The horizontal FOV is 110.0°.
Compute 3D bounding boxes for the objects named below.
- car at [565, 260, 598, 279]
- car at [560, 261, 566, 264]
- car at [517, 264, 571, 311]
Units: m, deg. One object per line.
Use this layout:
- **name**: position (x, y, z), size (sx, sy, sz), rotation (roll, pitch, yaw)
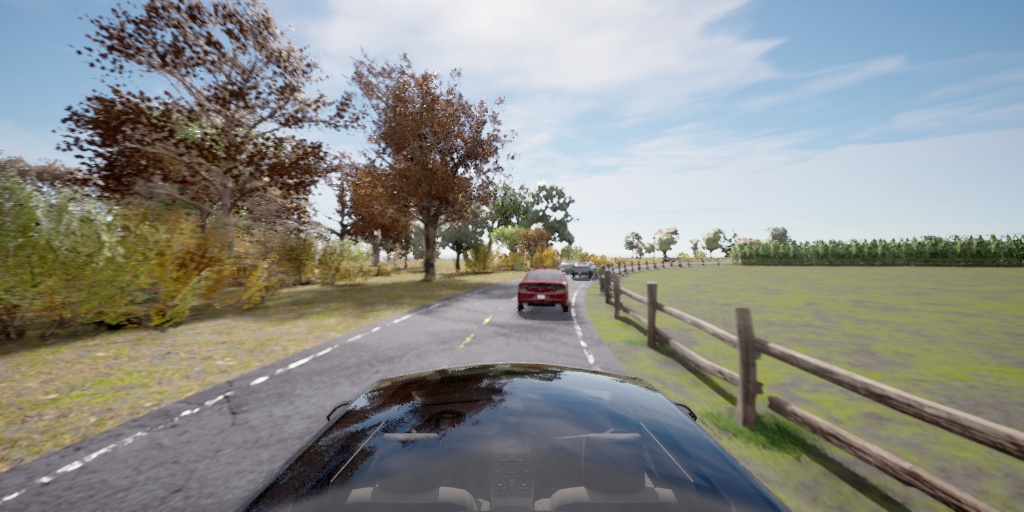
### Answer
- **car**: position (6.893, 1.274, 33.698), size (2.128, 1.511, 4.902), rotation (0, 0, 23)
- **car**: position (6.209, 1.249, 39.246), size (2.128, 1.511, 4.902), rotation (0, 0, 26)
- **car**: position (1.411, 1.279, 14.927), size (1.882, 1.535, 5.008), rotation (0, 0, 9)
